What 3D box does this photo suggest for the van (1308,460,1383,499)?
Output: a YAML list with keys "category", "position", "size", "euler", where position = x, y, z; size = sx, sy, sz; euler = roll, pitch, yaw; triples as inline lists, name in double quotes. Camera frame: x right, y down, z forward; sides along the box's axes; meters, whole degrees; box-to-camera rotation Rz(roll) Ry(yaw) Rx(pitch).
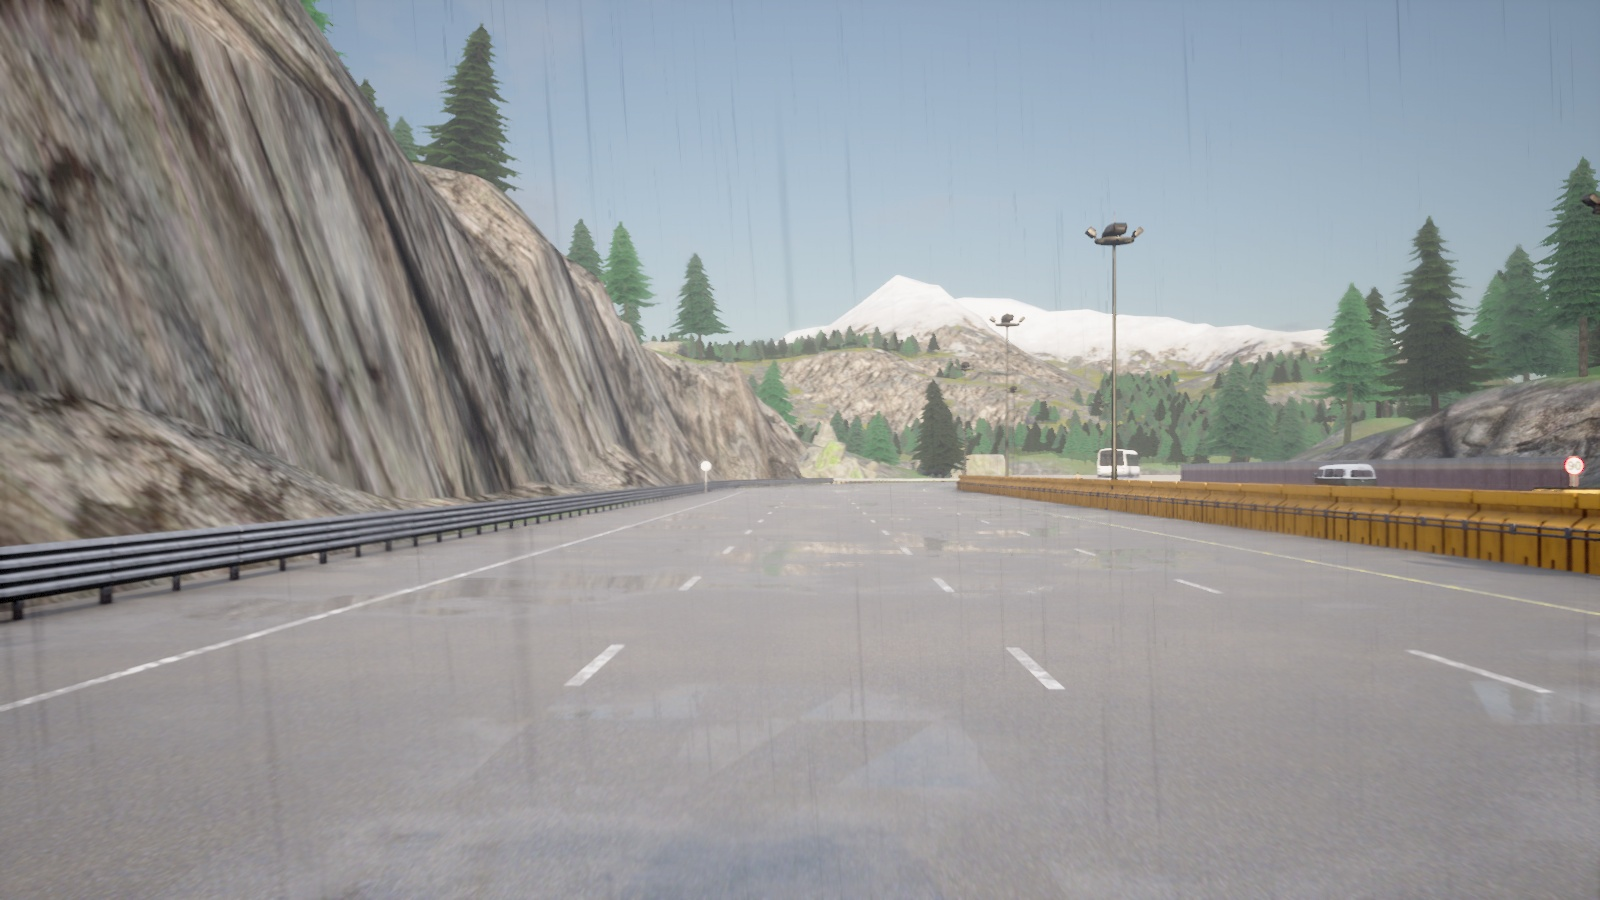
- category: "van"
  position: [28.968, 1.551, 66.884]
  size: [2.069, 2.038, 4.480]
  euler: [0, -1, 1]
